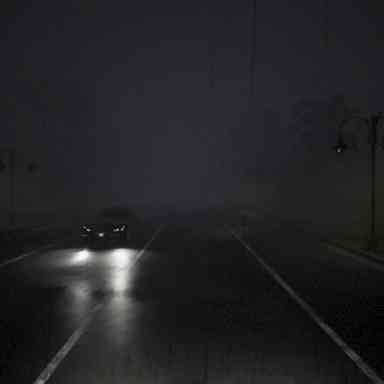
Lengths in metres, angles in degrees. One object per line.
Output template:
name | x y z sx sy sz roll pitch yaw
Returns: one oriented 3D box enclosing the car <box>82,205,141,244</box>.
car | -3.516 1.419 15.324 1.837 1.490 4.892 0 0 0
